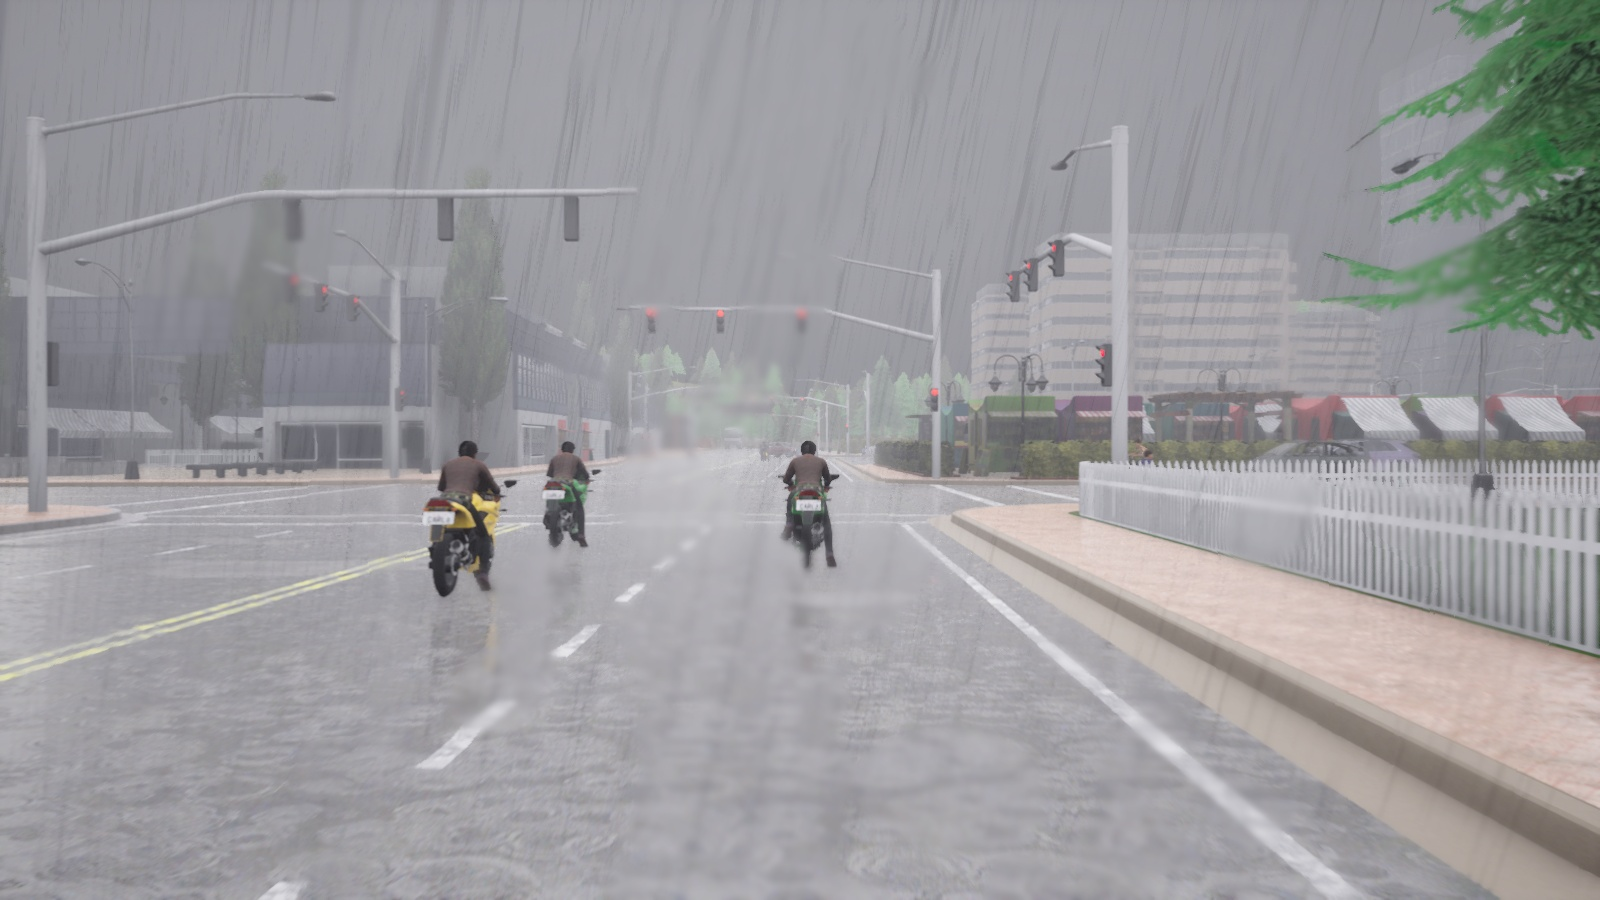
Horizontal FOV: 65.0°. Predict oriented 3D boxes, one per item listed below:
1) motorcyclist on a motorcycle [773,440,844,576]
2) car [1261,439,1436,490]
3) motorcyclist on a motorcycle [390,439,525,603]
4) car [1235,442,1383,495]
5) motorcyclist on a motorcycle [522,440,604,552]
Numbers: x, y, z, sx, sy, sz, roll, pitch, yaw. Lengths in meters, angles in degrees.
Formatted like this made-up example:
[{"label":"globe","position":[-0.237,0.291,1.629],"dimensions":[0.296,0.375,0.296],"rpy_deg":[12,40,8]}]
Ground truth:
[{"label":"motorcyclist on a motorcycle","position":[0.101,0.644,15.086],"dimensions":[0.797,1.523,2.044],"rpy_deg":[0,0,0]},{"label":"car","position":[17.948,0.458,41.274],"dimensions":[4.856,1.649,2.033],"rpy_deg":[0,0,-1]},{"label":"motorcyclist on a motorcycle","position":[-3.413,0.654,12.719],"dimensions":[0.797,1.523,2.044],"rpy_deg":[0,0,0]},{"label":"car","position":[15.244,0.525,37.720],"dimensions":[3.705,1.549,1.789],"rpy_deg":[0,0,-1]},{"label":"motorcyclist on a motorcycle","position":[-3.382,0.624,18.107],"dimensions":[0.797,1.523,2.044],"rpy_deg":[0,0,0]}]
